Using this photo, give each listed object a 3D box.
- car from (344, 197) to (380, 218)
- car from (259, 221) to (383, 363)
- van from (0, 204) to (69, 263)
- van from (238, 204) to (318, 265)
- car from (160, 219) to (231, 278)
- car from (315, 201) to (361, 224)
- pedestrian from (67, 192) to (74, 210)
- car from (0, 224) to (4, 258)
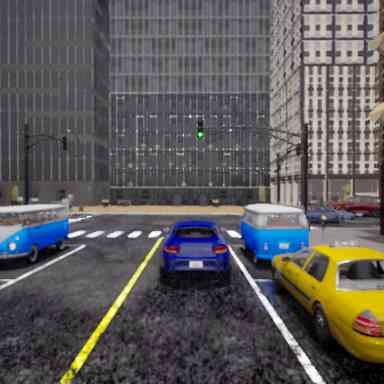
[{"bbox_3d":[15.238,1.370,30.874,5.009,1.841,2.192,0,0,0],"label":"car"},{"bbox_3d":[2.679,1.530,6.112,1.752,1.417,4.829,-1,0,0],"label":"car"},{"bbox_3d":[-5.704,1.350,11.573,1.690,1.788,3.998,-1,0,0],"label":"van"},{"bbox_3d":[2.676,1.350,11.544,1.690,1.788,3.998,-1,0,0],"label":"van"},{"bbox_3d":[0.096,1.534,10.087,1.812,1.442,4.674,0,0,0],"label":"car"},{"bbox_3d":[9.594,1.642,25.565,5.357,1.411,2.033,0,1,3],"label":"car"},{"bbox_3d":[-12.393,0.920,33.975,0.375,1.860,0.375,0,0,0],"label":"pedestrian"},{"bbox_3d":[-5.701,1.555,5.971,2.008,1.369,4.403,-1,0,0],"label":"car"}]
